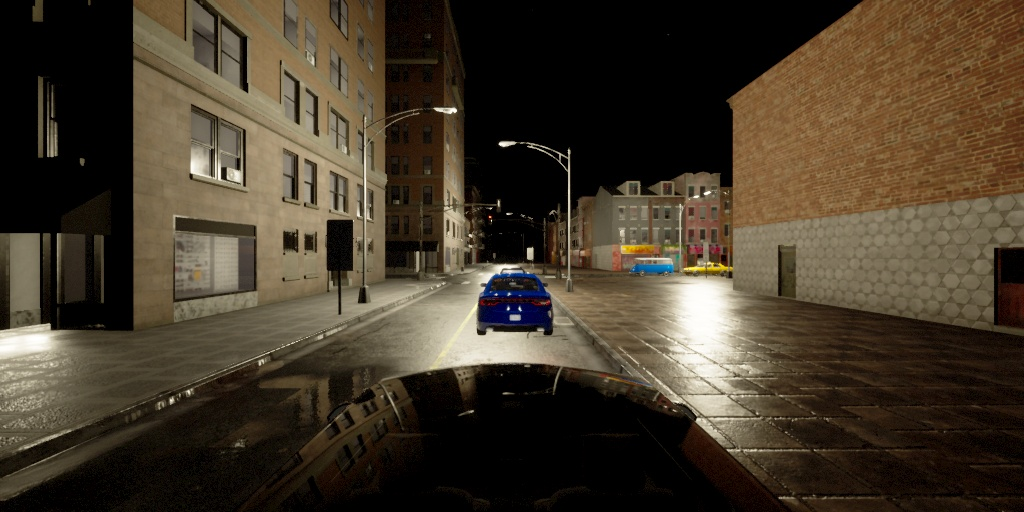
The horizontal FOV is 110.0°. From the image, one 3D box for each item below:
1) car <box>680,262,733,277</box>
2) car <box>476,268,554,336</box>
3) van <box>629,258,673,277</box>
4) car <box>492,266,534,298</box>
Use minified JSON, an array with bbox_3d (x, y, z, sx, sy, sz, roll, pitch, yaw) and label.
[{"bbox_3d":[19.060,1.267,35.056,4.829,1.417,1.751,0,0,0],"label":"car"},{"bbox_3d":[0.069,1.227,10.488,1.882,1.535,5.008,0,0,0],"label":"car"},{"bbox_3d":[13.618,1.087,35.044,3.998,1.789,1.690,0,0,0],"label":"van"},{"bbox_3d":[0.037,1.313,19.257,1.994,1.385,4.181,0,0,0],"label":"car"}]
